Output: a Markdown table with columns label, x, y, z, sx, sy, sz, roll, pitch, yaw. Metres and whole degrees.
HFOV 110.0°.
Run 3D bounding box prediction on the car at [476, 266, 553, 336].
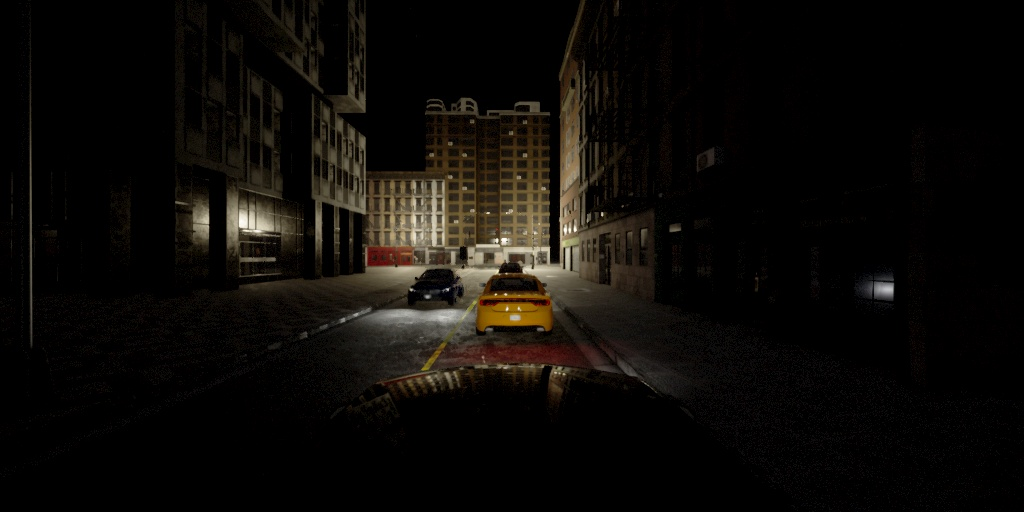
| label | x | y | z | sx | sy | sz | roll | pitch | yaw |
| --- | --- | --- | --- | --- | --- | --- | --- | --- | --- |
| car | 0.041 | 1.226 | 10.478 | 1.882 | 1.535 | 5.008 | 0 | 0 | -1 |

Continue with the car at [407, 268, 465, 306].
| label | x | y | z | sx | sy | sz | roll | pitch | yaw |
| --- | --- | --- | --- | --- | --- | --- | --- | --- | --- |
| car | -3.201 | 1.272 | 15.861 | 1.812 | 1.442 | 4.674 | 0 | 0 | 0 |

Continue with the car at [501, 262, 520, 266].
| label | x | y | z | sx | sy | sz | roll | pitch | yaw |
| --- | --- | --- | --- | --- | --- | --- | --- | --- | --- |
| car | -0.096 | 1.213 | 28.315 | 1.882 | 1.535 | 5.008 | 0 | 0 | 0 |
